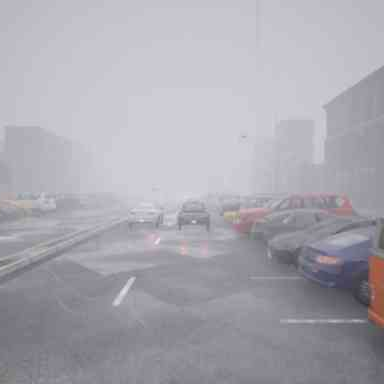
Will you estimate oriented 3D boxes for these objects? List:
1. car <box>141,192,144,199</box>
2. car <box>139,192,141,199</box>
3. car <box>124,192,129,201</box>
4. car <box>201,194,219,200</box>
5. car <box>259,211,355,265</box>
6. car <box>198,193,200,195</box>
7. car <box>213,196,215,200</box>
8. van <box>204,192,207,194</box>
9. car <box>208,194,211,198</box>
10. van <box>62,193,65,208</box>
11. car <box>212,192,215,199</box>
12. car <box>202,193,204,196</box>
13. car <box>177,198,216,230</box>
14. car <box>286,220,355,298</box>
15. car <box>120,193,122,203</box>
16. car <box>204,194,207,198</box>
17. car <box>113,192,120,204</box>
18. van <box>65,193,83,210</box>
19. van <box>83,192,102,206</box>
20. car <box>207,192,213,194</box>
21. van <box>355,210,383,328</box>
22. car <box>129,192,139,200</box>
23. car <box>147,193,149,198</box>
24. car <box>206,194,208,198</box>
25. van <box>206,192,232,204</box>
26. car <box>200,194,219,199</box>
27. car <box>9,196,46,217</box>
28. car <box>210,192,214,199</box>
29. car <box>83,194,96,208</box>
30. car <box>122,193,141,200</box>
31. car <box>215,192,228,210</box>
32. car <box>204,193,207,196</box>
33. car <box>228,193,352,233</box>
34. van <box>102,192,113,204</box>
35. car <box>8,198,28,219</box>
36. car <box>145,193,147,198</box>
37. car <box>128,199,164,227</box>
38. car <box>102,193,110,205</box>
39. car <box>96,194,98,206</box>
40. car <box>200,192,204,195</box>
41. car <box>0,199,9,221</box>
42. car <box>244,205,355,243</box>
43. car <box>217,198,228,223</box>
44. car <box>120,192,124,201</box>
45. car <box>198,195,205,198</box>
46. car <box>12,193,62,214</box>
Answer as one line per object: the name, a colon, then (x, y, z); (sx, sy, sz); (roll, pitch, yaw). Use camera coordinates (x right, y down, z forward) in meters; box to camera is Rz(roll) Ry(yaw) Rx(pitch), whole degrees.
car: (-15.504, 1.033, 83.112); (5.566, 2.045, 2.435); (0, 0, 0)
car: (-15.533, 1.333, 80.355); (4.674, 1.452, 2.002); (0, 0, 0)
car: (-15.547, 1.074, 63.808); (5.566, 2.045, 2.435); (0, 0, 0)
car: (4.759, 1.275, 90.430); (4.792, 1.488, 2.163); (0, 0, 0)
car: (4.680, 1.444, 9.840); (4.792, 1.488, 2.163); (0, 0, 0)
car: (4.685, 1.020, 76.540); (5.566, 2.045, 2.435); (0, 0, 0)
car: (4.709, 1.363, 32.070); (4.674, 1.452, 2.002); (0, 0, 0)
van: (4.829, 1.070, 57.083); (4.442, 1.987, 1.878); (0, 0, 0)
car: (4.718, 1.309, 40.408); (4.892, 1.521, 2.231); (0, 0, 0)
van: (-15.612, 1.118, 33.474); (4.442, 1.987, 1.878); (0, 0, 0)
car: (4.680, 1.192, 34.849); (4.553, 1.767, 2.185); (0, 0, 0)
car: (4.707, 1.291, 62.642); (4.892, 1.521, 2.231); (0, 0, 0)
car: (0.101, 1.375, 20.326); (2.128, 1.511, 4.902); (0, 0, 0)
car: (4.707, 1.471, 7.185); (4.674, 1.452, 2.002); (0, 0, 0)
car: (-15.509, 1.328, 58.416); (5.008, 1.535, 2.097); (0, 0, 0)
car: (4.707, 1.301, 48.745); (5.008, 1.535, 2.097); (0, 0, 0)
car: (-15.541, 1.079, 55.534); (5.566, 2.045, 2.435); (0, 0, 0)
van: (-15.617, 1.109, 38.987); (4.442, 1.987, 1.878); (0, 0, 0)
van: (-15.623, 1.105, 47.260); (4.442, 1.987, 1.878); (0, 0, 0)
car: (4.743, 1.177, 45.966); (4.553, 1.767, 2.185); (0, 0, 0)
van: (4.827, 1.224, 4.279); (4.442, 1.987, 1.878); (0, 0, 0)
car: (-15.499, 1.330, 77.597); (4.792, 1.488, 2.163); (0, 0, 0)
car: (-15.535, 1.248, 94.144); (5.008, 1.535, 2.097); (0, 0, 0)
car: (4.708, 1.305, 43.184); (5.008, 1.535, 2.097); (0, 0, 0)
van: (4.830, 1.067, 59.862); (4.442, 1.987, 1.878); (0, 0, 0)
car: (4.924, 1.237, 93.207); (5.366, 1.575, 1.946); (0, 0, 0)
car: (-15.497, 1.356, 27.961); (5.008, 1.535, 2.097); (0, 0, 0)
car: (4.681, 1.186, 37.629); (4.553, 1.767, 2.185); (0, 0, 0)
car: (-15.317, 1.330, 41.746); (5.366, 1.575, 1.946); (0, 0, 0)
car: (-15.503, 1.151, 85.870); (4.553, 1.767, 2.185); (0, 0, 0)
car: (4.683, 1.098, 23.732); (5.566, 2.045, 2.435); (0, 0, 0)
car: (4.715, 1.338, 54.304); (4.674, 1.452, 2.002); (0, 0, 0)
car: (4.682, 1.134, 15.397); (5.566, 2.045, 2.435); (0, 0, 0)
van: (-15.394, 1.104, 52.776); (4.442, 1.987, 1.878); (0, 0, 0)
car: (-15.492, 1.404, 25.203); (4.674, 1.452, 2.002); (0, 0, 0)
car: (-15.536, 1.297, 91.387); (4.674, 1.452, 2.002); (0, 0, 0)
car: (-2.899, 1.404, 21.473); (1.812, 1.442, 4.674); (0, 0, 0)
car: (-15.514, 1.330, 50.018); (5.008, 1.535, 2.097); (0, 0, 0)
car: (-15.502, 1.372, 44.504); (4.674, 1.452, 2.002); (0, 0, 0)
car: (4.684, 1.305, 73.760); (4.792, 1.488, 2.163); (0, 0, 0)
car: (-15.517, 1.402, 22.447); (4.792, 1.488, 2.163); (0, 0, 0)
car: (4.704, 1.401, 12.618); (4.892, 1.521, 2.231); (0, 0, 0)
car: (4.525, 1.357, 20.955); (5.366, 1.575, 1.946); (0, 0, 0)
car: (-15.547, 1.202, 61.173); (4.553, 1.767, 2.185); (0, 0, 0)
car: (0.102, 1.397, 36.986); (1.994, 1.385, 4.181); (0, 0, 0)
car: (-15.522, 1.098, 30.716); (5.566, 2.045, 2.435); (0, 0, 0)
